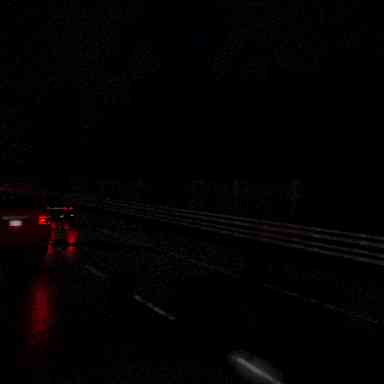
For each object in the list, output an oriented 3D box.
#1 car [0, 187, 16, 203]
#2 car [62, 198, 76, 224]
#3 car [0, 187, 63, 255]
[{"bbox_3d":[-20.443,0.232,35.833,1.837,1.490,4.892,4,0,-37],"label":"car"},{"bbox_3d":[-8.464,1.019,19.891,2.128,1.511,4.902,4,0,-37],"label":"car"},{"bbox_3d":[-6.418,0.846,11.215,2.150,2.045,5.566,4,0,-37],"label":"car"}]
